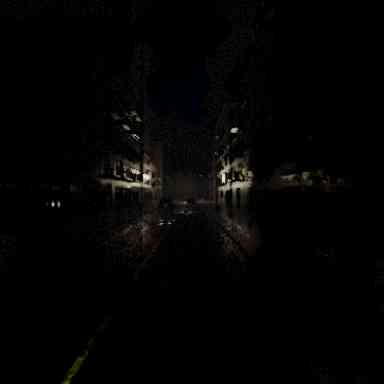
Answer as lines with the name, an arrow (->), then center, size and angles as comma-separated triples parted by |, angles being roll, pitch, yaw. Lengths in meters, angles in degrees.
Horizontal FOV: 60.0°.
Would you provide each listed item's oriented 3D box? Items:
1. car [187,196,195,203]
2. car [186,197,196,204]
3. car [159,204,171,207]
car -> -0.262, 1.890, 84.064 | 1.882, 1.535, 5.008 | 0, 0, 0
car -> -0.229, 1.912, 73.645 | 1.837, 1.490, 4.892 | 0, 0, 0
car -> -3.127, 1.384, 41.028 | 2.128, 1.511, 4.902 | 0, 0, 0
